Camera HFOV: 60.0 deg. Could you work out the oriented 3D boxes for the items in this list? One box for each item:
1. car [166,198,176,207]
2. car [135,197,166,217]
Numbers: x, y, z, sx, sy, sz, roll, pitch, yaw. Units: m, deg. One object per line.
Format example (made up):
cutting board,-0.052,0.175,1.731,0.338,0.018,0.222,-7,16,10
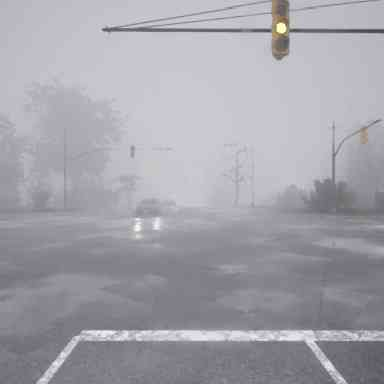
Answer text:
car,-3.499,1.694,52.381,1.994,1.385,4.181,0,-2,0
car,-3.499,1.238,27.506,1.837,1.490,4.892,0,1,0
